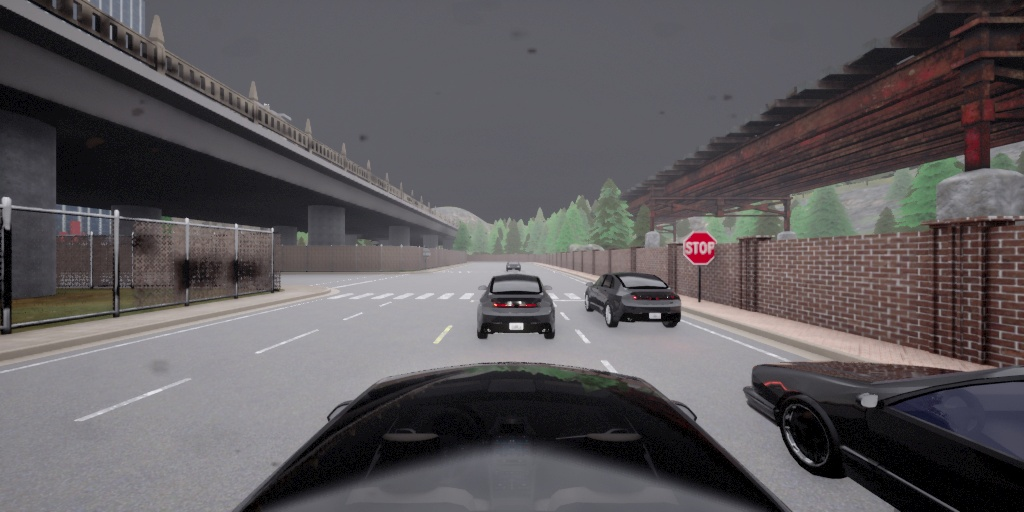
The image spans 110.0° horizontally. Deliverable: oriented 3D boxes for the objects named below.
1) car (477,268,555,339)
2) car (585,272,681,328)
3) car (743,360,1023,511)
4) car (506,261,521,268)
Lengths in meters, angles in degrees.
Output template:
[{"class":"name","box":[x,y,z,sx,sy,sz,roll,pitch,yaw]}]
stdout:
[{"class":"car","box":[0.096,1.255,10.061,1.837,1.490,4.892,0,0,0]},{"class":"car","box":[3.598,1.255,11.421,1.837,1.490,4.892,0,0,0]},{"class":"car","box":[3.600,1.297,1.675,2.033,1.411,5.357,0,0,0]},{"class":"car","box":[0.173,1.351,46.340,1.895,1.301,4.718,0,0,-1]}]
